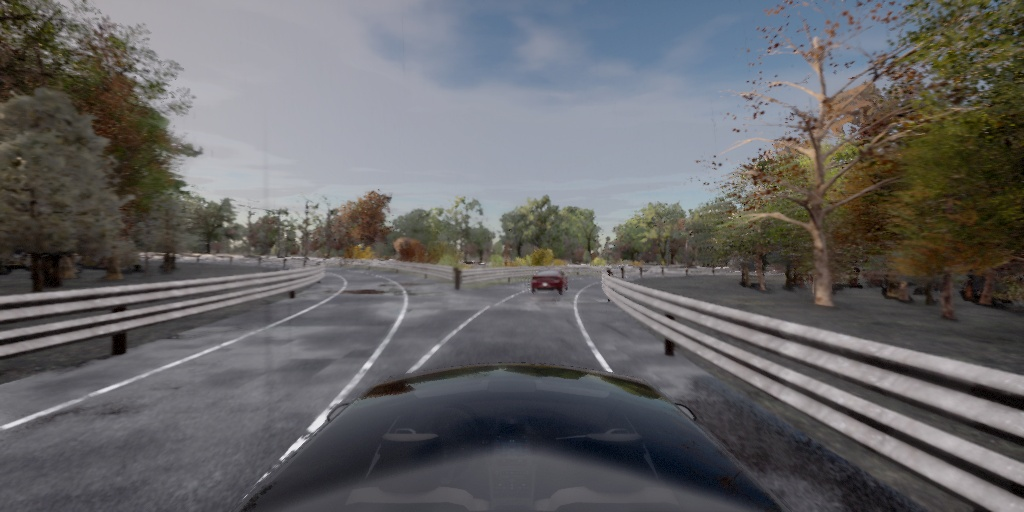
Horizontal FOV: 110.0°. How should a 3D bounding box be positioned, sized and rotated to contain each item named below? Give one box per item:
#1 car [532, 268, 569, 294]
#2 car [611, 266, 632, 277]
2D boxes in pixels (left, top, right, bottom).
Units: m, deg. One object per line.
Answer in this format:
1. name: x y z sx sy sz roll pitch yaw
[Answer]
1. car: 2.555 1.551 23.233 1.882 1.535 5.008 -1 -1 14
2. car: 15.616 2.169 51.021 1.837 1.490 4.892 -2 -3 38
